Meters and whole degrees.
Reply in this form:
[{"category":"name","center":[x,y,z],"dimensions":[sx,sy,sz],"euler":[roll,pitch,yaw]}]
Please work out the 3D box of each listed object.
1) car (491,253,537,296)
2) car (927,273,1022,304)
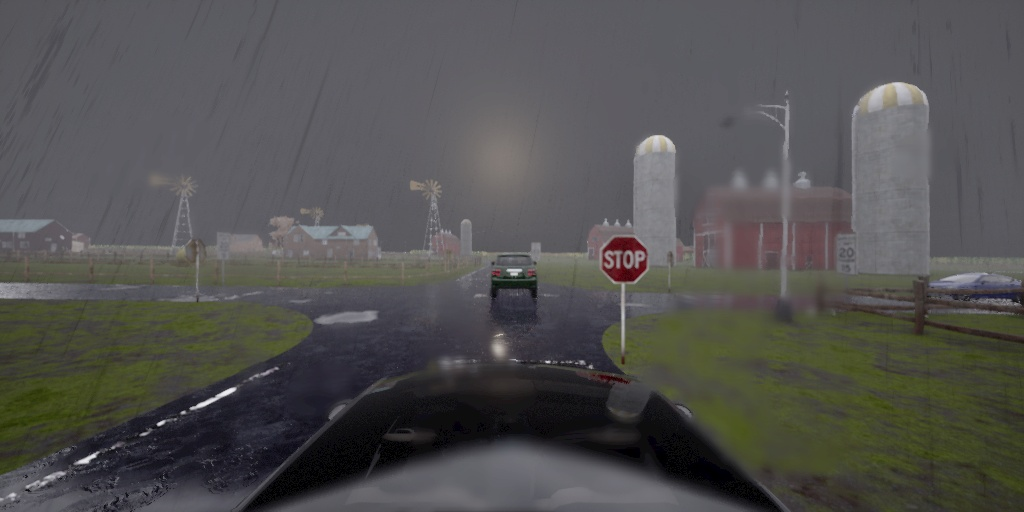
[{"category":"car","center":[0.103,0.873,18.499],"dimensions":[2.150,2.045,5.566],"euler":[0,0,0]},{"category":"car","center":[23.568,1.590,18.360],"dimensions":[4.674,1.442,1.812],"euler":[1,0,0]}]
